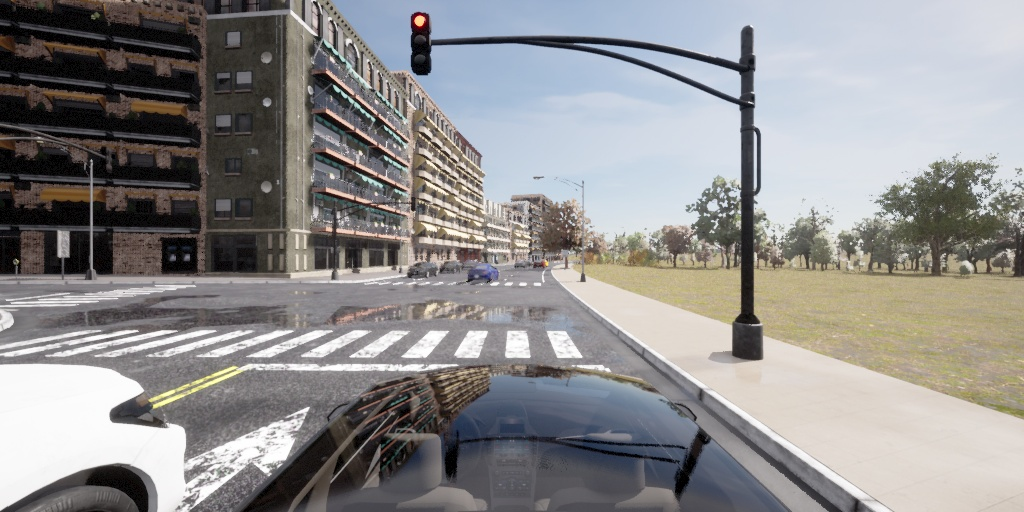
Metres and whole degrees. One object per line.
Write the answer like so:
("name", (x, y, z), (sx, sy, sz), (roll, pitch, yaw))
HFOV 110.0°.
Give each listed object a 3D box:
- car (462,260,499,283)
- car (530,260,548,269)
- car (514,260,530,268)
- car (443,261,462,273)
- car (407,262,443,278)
("car", (-2.243, 1.314, 28.208), (1.812, 1.442, 4.674), (1, 0, 8))
("car", (4.865, 1.413, 63.842), (1.882, 1.535, 5.008), (0, 0, 9))
("car", (1.583, 1.482, 64.013), (2.033, 1.411, 5.357), (0, 0, 9))
("car", (-7.593, 1.350, 44.608), (1.837, 1.490, 4.892), (0, 0, 6))
("car", (-8.504, 1.313, 34.511), (1.837, 1.490, 4.892), (0, 0, 5))
